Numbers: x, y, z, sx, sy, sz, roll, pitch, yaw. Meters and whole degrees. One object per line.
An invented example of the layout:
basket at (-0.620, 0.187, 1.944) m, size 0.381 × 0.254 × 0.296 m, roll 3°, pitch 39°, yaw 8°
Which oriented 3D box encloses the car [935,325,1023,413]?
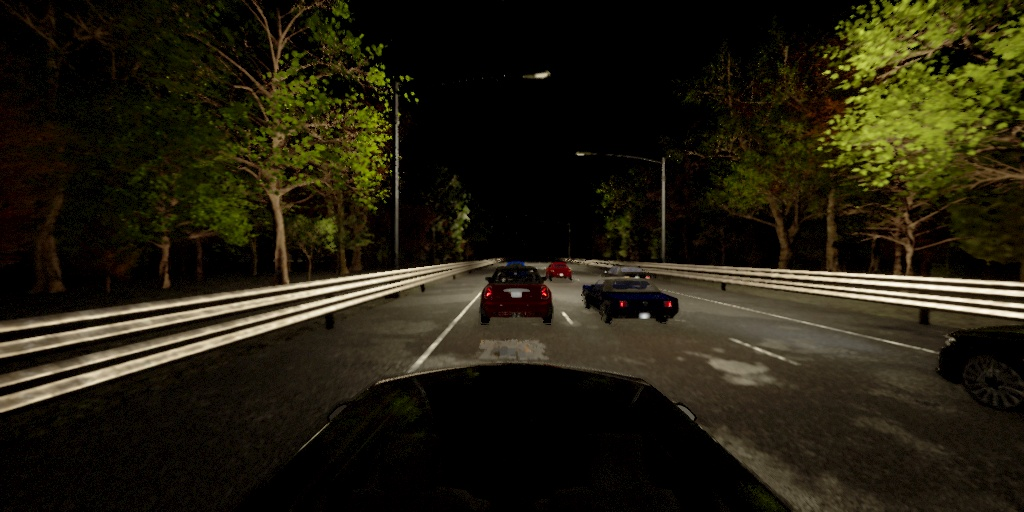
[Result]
car at (7.107, 1.242, 3.155) m, size 2.128 × 1.511 × 4.902 m, roll 0°, pitch 0°, yaw 0°

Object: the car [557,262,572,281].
car at (3.801, 1.254, 29.654) m, size 1.812 × 1.442 × 4.674 m, roll 0°, pitch 0°, yaw 1°

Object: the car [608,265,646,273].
car at (7.219, 1.282, 23.071) m, size 2.033 × 1.411 × 5.357 m, roll 0°, pitch 0°, yaw 1°

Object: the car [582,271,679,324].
car at (3.634, 1.344, 12.015) m, size 1.895 × 1.301 × 4.718 m, roll 0°, pitch 0°, yaw 0°

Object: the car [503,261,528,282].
car at (0.318, 1.204, 30.142) m, size 1.882 × 1.535 × 5.008 m, roll 0°, pitch 0°, yaw 1°

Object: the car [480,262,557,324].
car at (0.137, 1.094, 12.129) m, size 2.097 × 1.767 × 4.553 m, roll 0°, pitch 0°, yaw 0°
